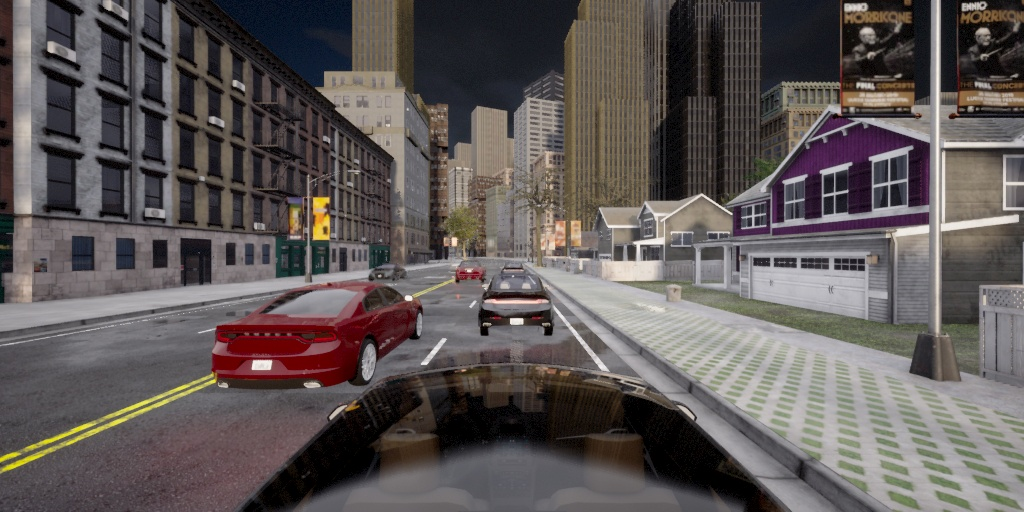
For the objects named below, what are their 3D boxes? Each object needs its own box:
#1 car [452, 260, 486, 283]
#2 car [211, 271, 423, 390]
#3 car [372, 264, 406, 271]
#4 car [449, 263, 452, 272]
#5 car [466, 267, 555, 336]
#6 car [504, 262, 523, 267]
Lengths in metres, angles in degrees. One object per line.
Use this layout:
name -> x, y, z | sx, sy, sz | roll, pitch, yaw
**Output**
car -> -3.124, 1.090, 27.815 | 2.097, 1.767, 4.553 | 0, 0, -2
car -> -3.148, 1.227, 7.006 | 1.882, 1.535, 5.008 | 0, 0, 0
car -> -9.831, 1.301, 28.621 | 1.994, 1.385, 4.181 | 0, 0, 0
car -> -6.558, 1.244, 44.946 | 1.812, 1.442, 4.674 | 0, 0, 0
car -> 0.106, 1.239, 10.381 | 2.128, 1.511, 4.902 | 0, 0, 0
car -> 0.116, 1.229, 27.800 | 2.128, 1.511, 4.902 | 0, 0, 0
